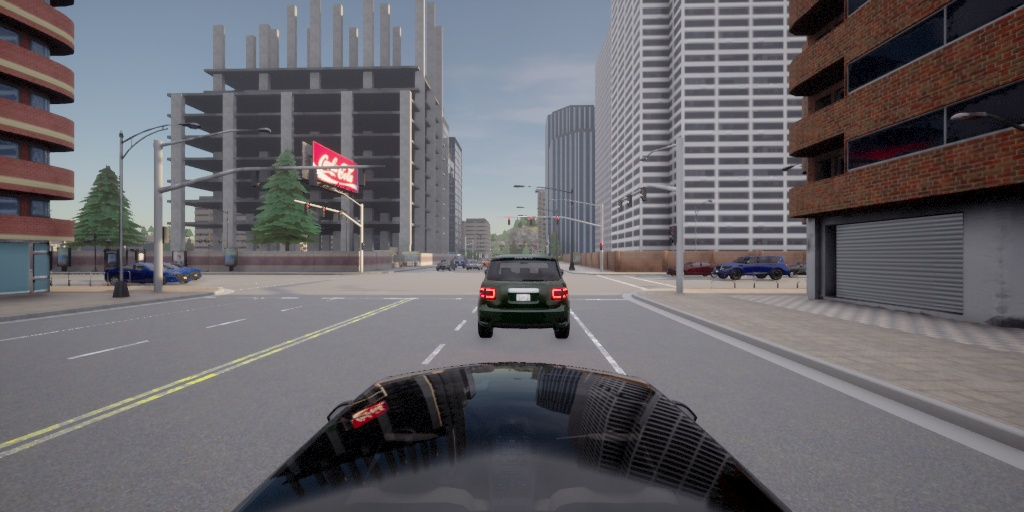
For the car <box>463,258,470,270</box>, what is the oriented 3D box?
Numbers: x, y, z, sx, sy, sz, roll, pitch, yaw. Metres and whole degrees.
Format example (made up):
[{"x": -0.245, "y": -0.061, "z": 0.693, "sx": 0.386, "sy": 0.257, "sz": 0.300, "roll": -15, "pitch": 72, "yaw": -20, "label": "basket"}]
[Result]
[{"x": -5.279, "y": 1.351, "z": 51.143, "sx": 1.895, "sy": 1.301, "sz": 4.718, "roll": 0, "pitch": 0, "yaw": 2, "label": "car"}]

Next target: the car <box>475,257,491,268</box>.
[{"x": -4.875, "y": 1.102, "z": 61.243, "sx": 2.097, "sy": 1.767, "sz": 4.553, "roll": 0, "pitch": 0, "yaw": 2, "label": "car"}]

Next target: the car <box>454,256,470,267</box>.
[{"x": -8.501, "y": 0.971, "z": 58.355, "sx": 2.150, "sy": 2.045, "sz": 5.566, "roll": 0, "pitch": 0, "yaw": 1, "label": "car"}]

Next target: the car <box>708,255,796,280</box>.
[{"x": 20.224, "y": 0.971, "z": 30.462, "sx": 5.566, "sy": 2.045, "sz": 2.150, "roll": 0, "pitch": 0, "yaw": 2, "label": "car"}]

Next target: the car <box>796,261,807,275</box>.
[{"x": 27.238, "y": 1.241, "z": 33.722, "sx": 4.902, "sy": 1.511, "sz": 2.128, "roll": 0, "pitch": 0, "yaw": 2, "label": "car"}]

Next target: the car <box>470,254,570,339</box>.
[{"x": 0.338, "y": 0.971, "z": 10.267, "sx": 2.150, "sy": 2.045, "sz": 5.566, "roll": 0, "pitch": 0, "yaw": 2, "label": "car"}]

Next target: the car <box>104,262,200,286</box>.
[{"x": -24.964, "y": 1.228, "z": 24.726, "sx": 5.008, "sy": 1.535, "sz": 1.882, "roll": 0, "pitch": 0, "yaw": 2, "label": "car"}]

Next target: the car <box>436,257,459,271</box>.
[{"x": -8.883, "y": 1.255, "z": 48.507, "sx": 1.837, "sy": 1.490, "sz": 4.892, "roll": 0, "pitch": 0, "yaw": 2, "label": "car"}]

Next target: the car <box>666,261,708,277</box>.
[{"x": 17.308, "y": 1.228, "z": 34.055, "sx": 5.008, "sy": 1.535, "sz": 1.882, "roll": 0, "pitch": 0, "yaw": 2, "label": "car"}]

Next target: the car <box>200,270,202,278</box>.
[{"x": -27.381, "y": 1.228, "z": 28.306, "sx": 5.008, "sy": 1.535, "sz": 1.882, "roll": 0, "pitch": 0, "yaw": 2, "label": "car"}]
